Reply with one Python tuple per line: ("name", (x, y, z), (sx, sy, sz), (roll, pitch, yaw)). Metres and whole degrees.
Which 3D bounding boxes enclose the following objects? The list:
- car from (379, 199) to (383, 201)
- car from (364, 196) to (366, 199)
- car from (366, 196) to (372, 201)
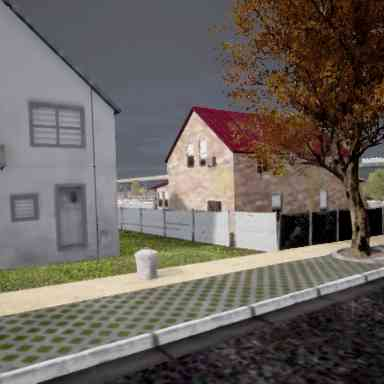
("car", (35.190, 1.674, 59.137), (2.128, 1.511, 4.902), (-2, 0, 0))
("car", (32.004, 1.811, 66.249), (1.882, 1.535, 5.008), (-2, 0, 0))
("car", (38.573, 1.585, 74.945), (1.837, 1.490, 4.892), (-2, 0, 0))
